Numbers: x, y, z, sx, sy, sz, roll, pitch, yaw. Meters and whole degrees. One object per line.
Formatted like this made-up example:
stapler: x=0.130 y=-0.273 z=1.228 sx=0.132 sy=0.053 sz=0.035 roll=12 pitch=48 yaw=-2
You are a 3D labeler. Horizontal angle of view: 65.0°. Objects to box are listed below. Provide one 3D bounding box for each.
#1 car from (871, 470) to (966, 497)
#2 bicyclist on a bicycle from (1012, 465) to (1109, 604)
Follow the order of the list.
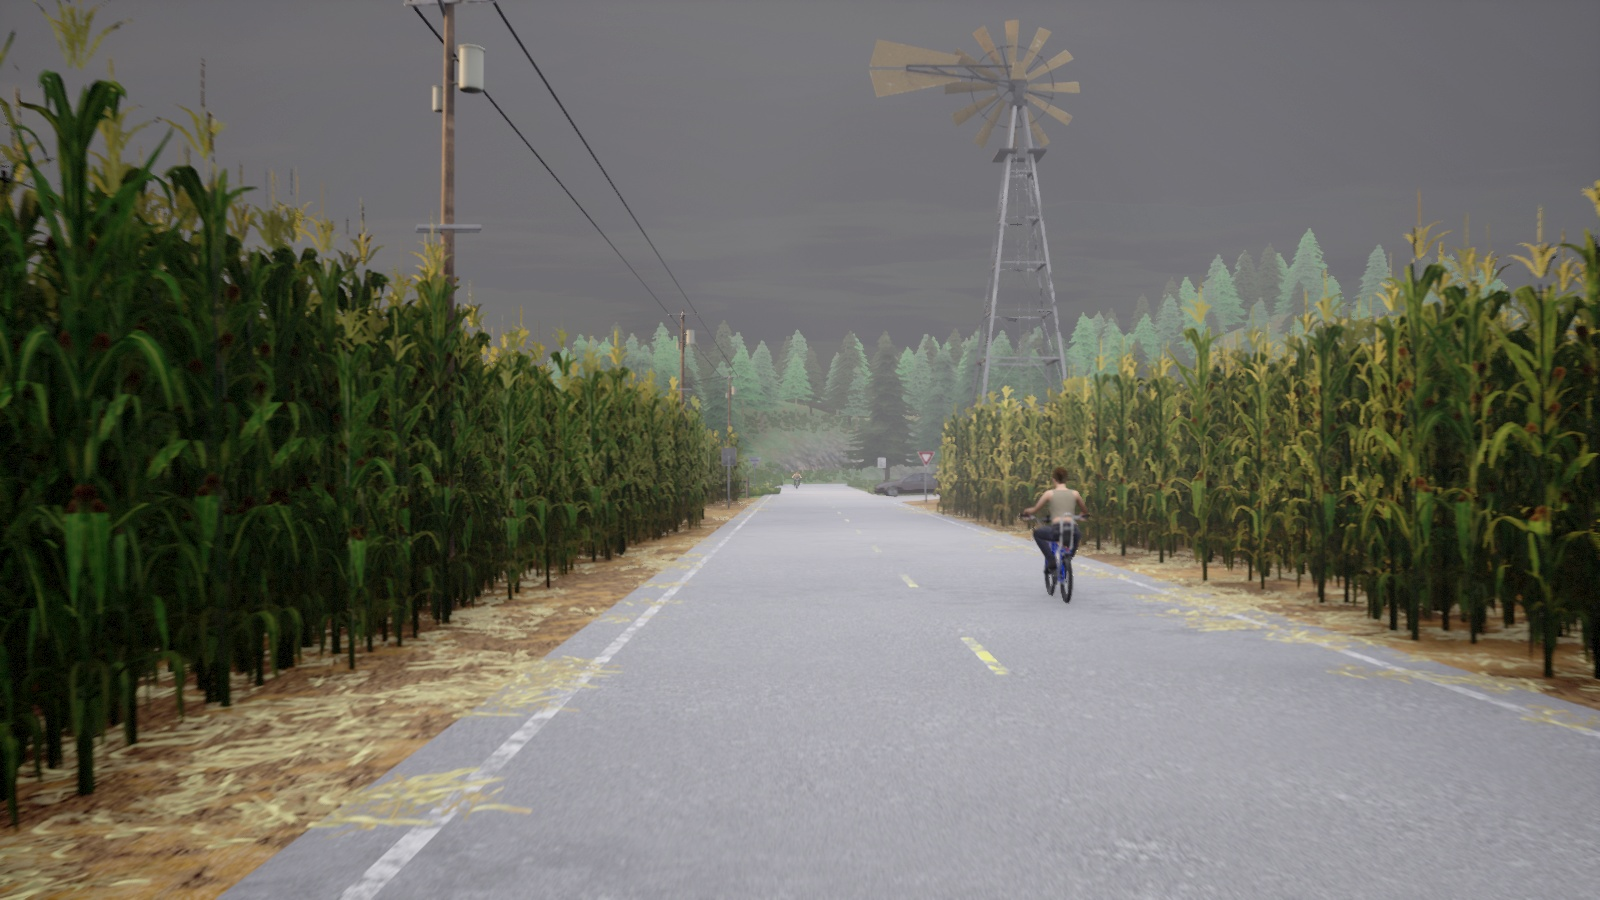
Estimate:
car: x=7.072 y=2.006 z=75.308 sx=5.357 sy=1.411 sz=2.033 roll=-2 pitch=-1 yaw=-3
bicyclist on a bicycle: x=3.160 y=0.996 z=15.395 sx=0.866 sy=1.612 sz=1.509 roll=0 pitch=-1 yaw=0
